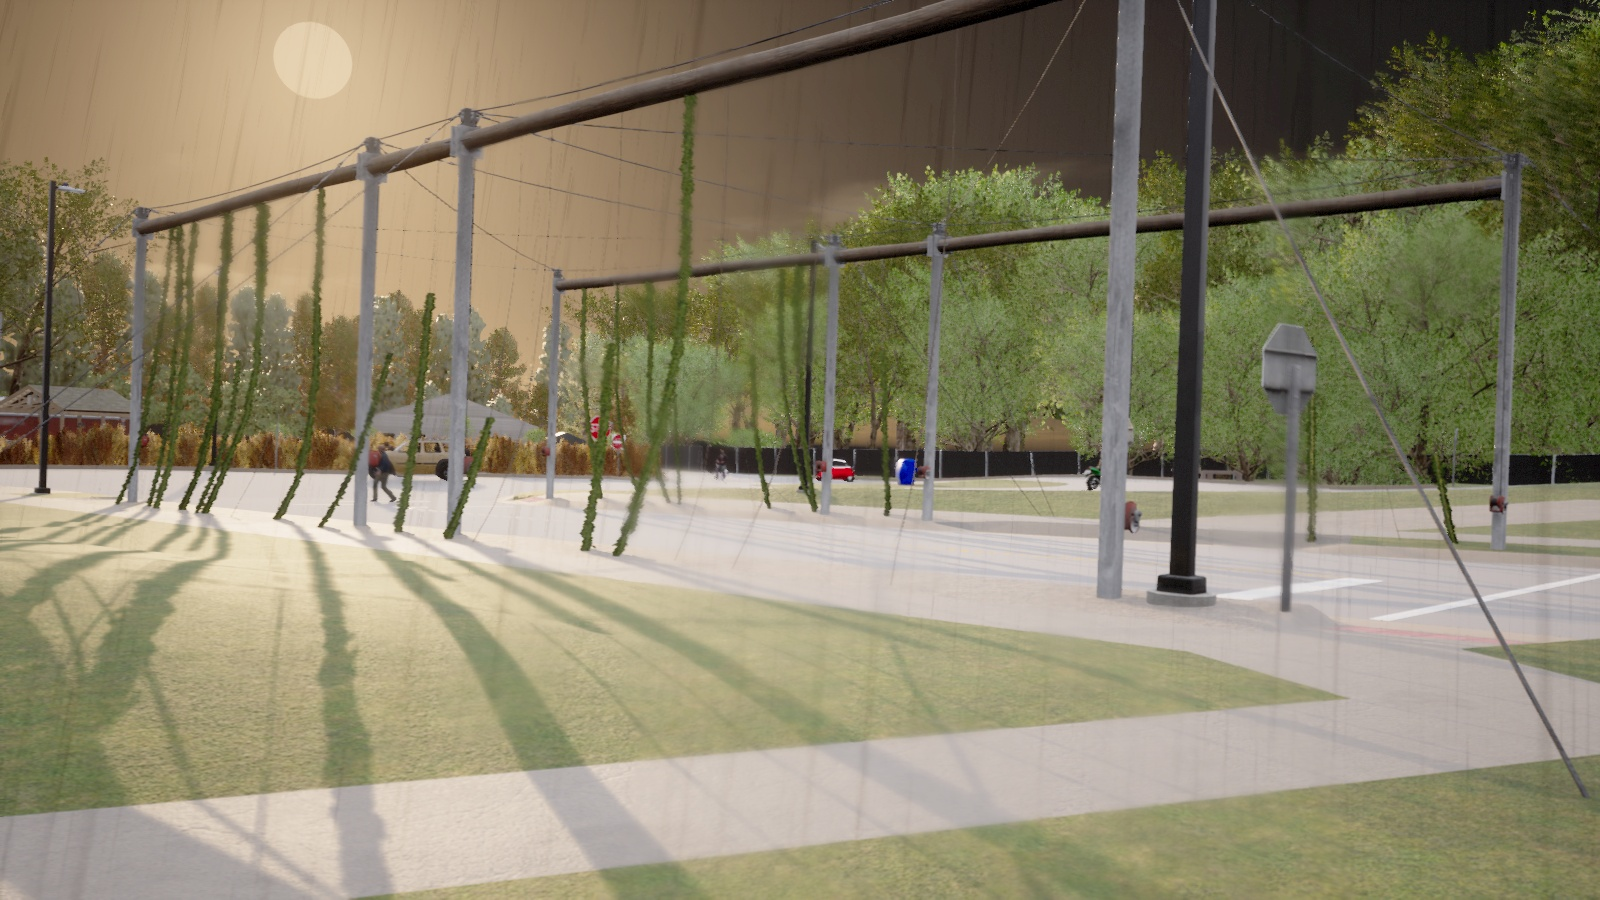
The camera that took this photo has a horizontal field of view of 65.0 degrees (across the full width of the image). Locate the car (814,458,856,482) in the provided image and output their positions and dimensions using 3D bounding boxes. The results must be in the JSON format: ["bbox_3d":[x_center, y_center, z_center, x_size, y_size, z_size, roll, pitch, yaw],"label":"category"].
[{"bbox_3d":[2.042,1.159,73.404,2.207,1.376,1.481,0,-1,-10],"label":"car"}]

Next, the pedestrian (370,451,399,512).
[{"bbox_3d":[-12.625,0.949,38.148,0.726,1.842,0.402,1,0,-34],"label":"pedestrian"}]

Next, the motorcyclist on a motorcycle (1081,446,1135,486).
[{"bbox_3d":[12.114,0.615,49.418,2.044,1.523,0.797,0,0,-30],"label":"motorcyclist on a motorcycle"}]

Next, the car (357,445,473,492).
[{"bbox_3d":[-16.622,0.754,54.215,4.605,1.855,1.932,-1,2,-21],"label":"car"}]
